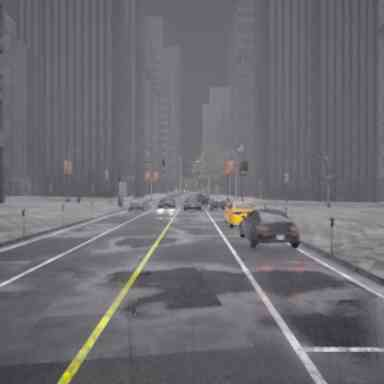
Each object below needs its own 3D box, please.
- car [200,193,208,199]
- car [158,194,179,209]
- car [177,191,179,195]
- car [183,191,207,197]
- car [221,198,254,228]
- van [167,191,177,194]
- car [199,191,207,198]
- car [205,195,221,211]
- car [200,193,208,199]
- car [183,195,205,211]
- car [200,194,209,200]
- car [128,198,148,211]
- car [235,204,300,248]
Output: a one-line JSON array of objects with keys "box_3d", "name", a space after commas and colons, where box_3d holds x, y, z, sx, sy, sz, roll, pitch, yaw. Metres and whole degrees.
[{"box_3d": [3.049, 1.006, 83.705, 1.752, 1.417, 4.829, 0, 0, 1], "name": "car"}, {"box_3d": [-2.990, 1.306, 40.389, 1.994, 1.385, 4.181, 0, 0, 0], "name": "car"}, {"box_3d": [-5.371, 0.983, 94.640, 1.947, 1.339, 4.313, 0, 0, 1], "name": "car"}, {"box_3d": [1.066, 1.049, 47.424, 2.097, 1.767, 4.553, 0, 0, 29], "name": "car"}, {"box_3d": [3.151, 1.338, 21.135, 1.882, 1.535, 5.008, 0, 0, 0], "name": "car"}, {"box_3d": [-5.477, 0.823, 83.614, 1.690, 1.788, 3.998, 0, 0, 1], "name": "van"}, {"box_3d": [3.154, 0.732, 94.559, 2.192, 1.841, 5.009, 0, 0, 1], "name": "car"}, {"box_3d": [2.783, 1.320, 35.841, 2.008, 1.369, 4.403, 0, 0, 0], "name": "car"}, {"box_3d": [3.101, 1.000, 89.048, 2.008, 1.369, 4.403, 0, 0, 1], "name": "car"}, {"box_3d": [0.071, 1.329, 36.533, 1.994, 1.385, 4.181, 0, 0, 0], "name": "car"}, {"box_3d": [2.995, 1.065, 78.023, 2.008, 1.369, 4.403, 0, 0, 1], "name": "car"}, {"box_3d": [-5.742, 1.320, 35.849, 2.008, 1.369, 4.403, 0, 0, 0], "name": "car"}, {"box_3d": [3.156, 1.432, 14.136, 1.812, 1.442, 4.674, 0, 0, 0], "name": "car"}]
